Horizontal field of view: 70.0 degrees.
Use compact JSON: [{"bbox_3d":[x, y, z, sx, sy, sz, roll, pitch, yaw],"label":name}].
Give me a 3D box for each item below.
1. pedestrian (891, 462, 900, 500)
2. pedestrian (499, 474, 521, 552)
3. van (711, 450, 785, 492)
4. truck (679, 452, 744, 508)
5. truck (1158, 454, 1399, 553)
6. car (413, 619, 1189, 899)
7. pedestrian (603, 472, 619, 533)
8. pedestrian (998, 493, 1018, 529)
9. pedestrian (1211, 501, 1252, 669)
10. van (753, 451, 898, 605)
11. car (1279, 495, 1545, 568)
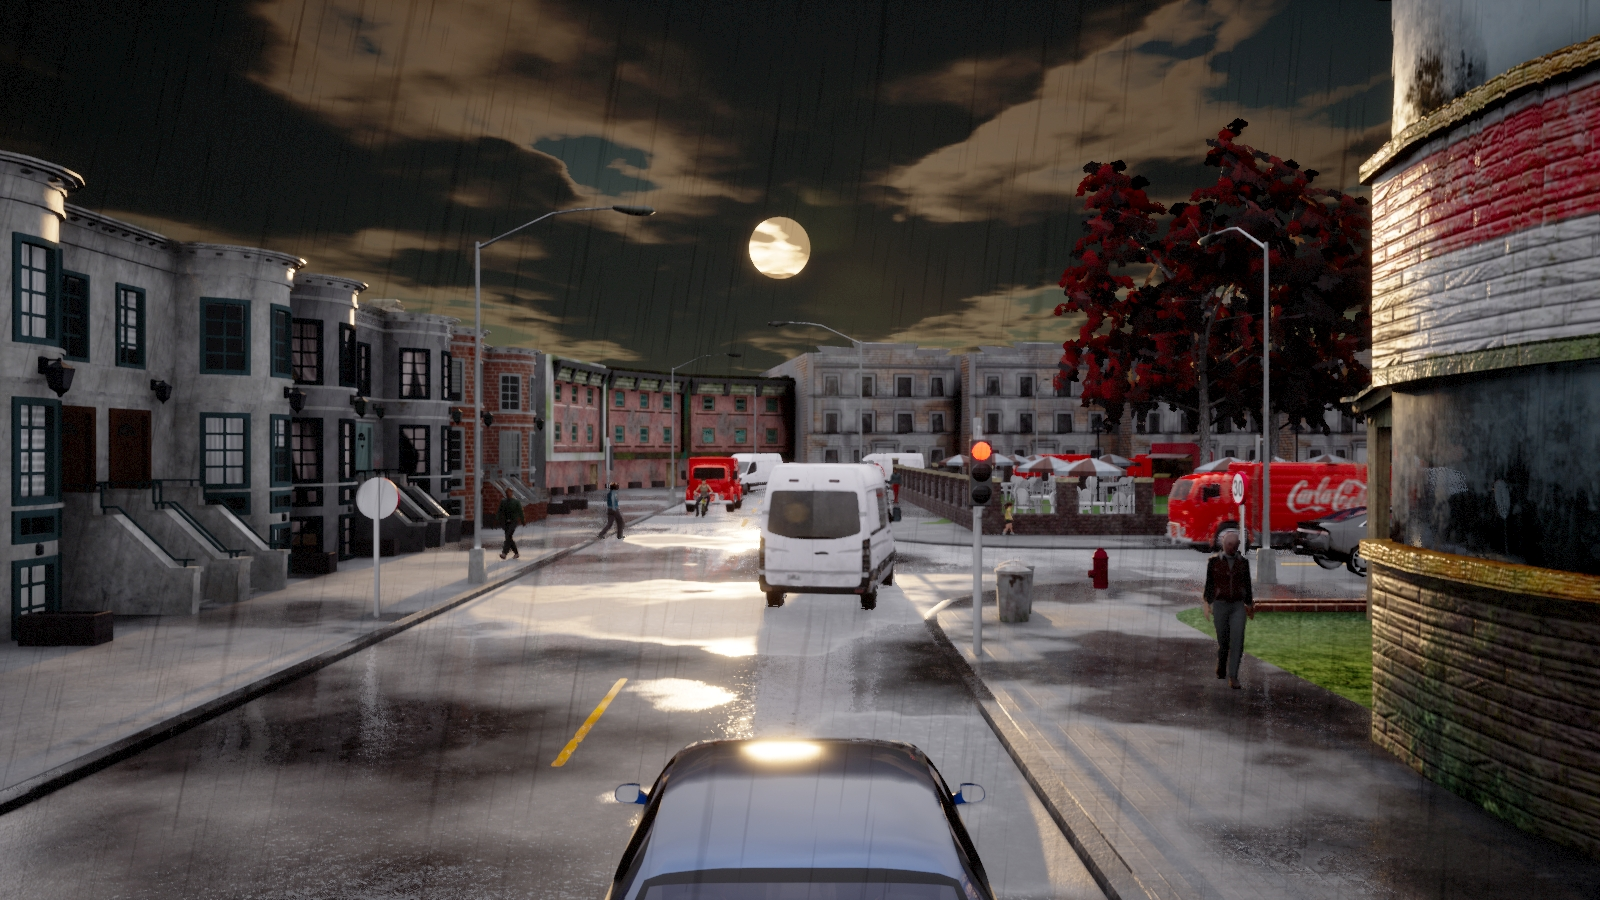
[{"bbox_3d":[4.702,1.504,56.281,0.375,1.860,0.375,0,0,-3],"label":"pedestrian"},{"bbox_3d":[-6.991,1.515,27.519,0.375,1.860,0.375,0,0,14],"label":"pedestrian"},{"bbox_3d":[-3.214,1.289,72.299,1.988,2.561,5.915,0,0,28],"label":"van"},{"bbox_3d":[-4.030,1.328,52.854,2.627,2.467,5.204,0,0,0],"label":"truck"},{"bbox_3d":[12.386,1.336,29.926,5.204,2.467,2.627,0,0,0],"label":"truck"},{"bbox_3d":[-0.001,1.884,5.268,2.033,1.411,5.357,0,0,0],"label":"car"},{"bbox_3d":[-5.833,1.615,35.202,0.375,1.860,0.375,0,0,-34],"label":"pedestrian"},{"bbox_3d":[6.411,1.883,35.250,0.500,1.100,0.500,0,0,-1],"label":"pedestrian"},{"bbox_3d":[4.917,1.520,13.020,0.375,1.860,0.375,0,0,10],"label":"pedestrian"},{"bbox_3d":[0.675,1.305,22.119,1.988,2.561,5.915,0,0,9],"label":"van"},{"bbox_3d":[13.778,1.817,25.951,4.902,1.511,2.128,0,0,-1],"label":"car"}]
